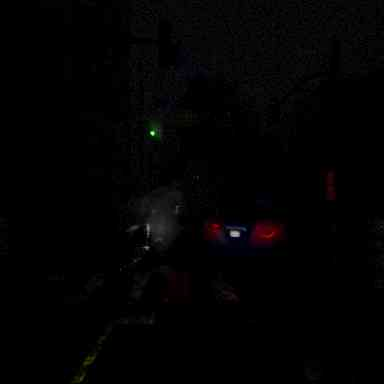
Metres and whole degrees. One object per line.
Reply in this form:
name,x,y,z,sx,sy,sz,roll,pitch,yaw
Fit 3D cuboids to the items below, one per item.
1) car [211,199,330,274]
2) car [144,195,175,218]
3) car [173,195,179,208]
car,2.859,1.240,11.016,2.150,2.045,5.566,0,-1,39
car,-2.831,1.294,27.652,2.128,1.511,4.902,0,1,-1
car,-2.801,1.131,37.061,1.882,1.535,5.008,0,1,0
